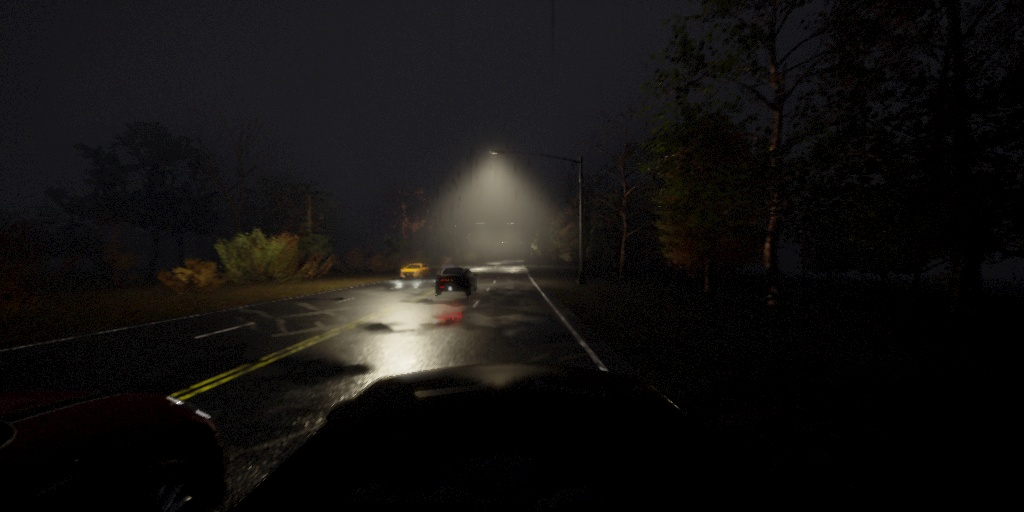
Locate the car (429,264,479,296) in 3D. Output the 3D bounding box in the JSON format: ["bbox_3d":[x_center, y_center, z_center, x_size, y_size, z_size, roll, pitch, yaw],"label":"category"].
[{"bbox_3d":[-3.060,1.385,20.281,1.837,1.490,4.892,0,0,1],"label":"car"}]

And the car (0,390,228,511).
[{"bbox_3d":[-3.159,1.115,0.760,2.097,1.767,4.553,0,0,0],"label":"car"}]

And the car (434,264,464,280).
[{"bbox_3d":[-6.286,1.540,36.366,2.033,1.411,5.357,0,0,1],"label":"car"}]

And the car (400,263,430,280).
[{"bbox_3d":[-9.551,1.480,35.652,1.882,1.535,5.008,0,-1,1],"label":"car"}]
